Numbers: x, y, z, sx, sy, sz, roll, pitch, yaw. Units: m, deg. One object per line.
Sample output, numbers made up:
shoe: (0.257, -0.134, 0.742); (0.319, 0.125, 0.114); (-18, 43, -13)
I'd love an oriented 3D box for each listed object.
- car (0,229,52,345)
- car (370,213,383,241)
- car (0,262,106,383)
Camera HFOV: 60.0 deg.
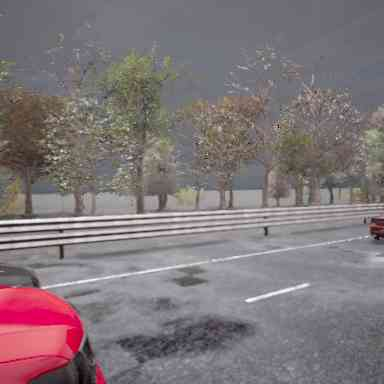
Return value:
car: (-4.766, 1.513, 4.628); (4.892, 1.490, 1.837); (0, 0, -36)
car: (10.248, 1.473, 15.486); (5.008, 1.535, 1.882); (0, 0, -36)
car: (-3.190, 1.226, 1.449); (5.566, 2.045, 2.150); (0, 0, -36)
